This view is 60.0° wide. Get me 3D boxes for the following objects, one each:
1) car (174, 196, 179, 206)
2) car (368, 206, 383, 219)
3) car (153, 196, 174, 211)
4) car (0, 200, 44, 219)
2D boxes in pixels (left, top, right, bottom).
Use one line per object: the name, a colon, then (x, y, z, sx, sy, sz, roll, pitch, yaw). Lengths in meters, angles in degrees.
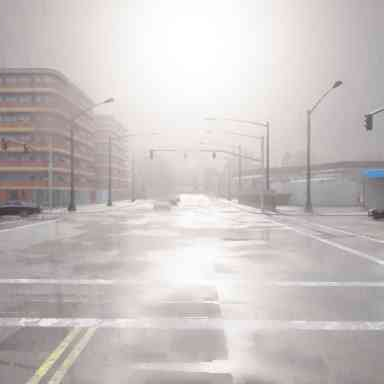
car: (-3.544, 1.477, 54.753, 1.882, 1.535, 5.008, 0, 0, 0)
car: (16.630, 1.505, 26.469, 4.892, 1.490, 1.837, 0, 0, 0)
car: (-3.562, 1.525, 40.226, 1.812, 1.442, 4.674, 0, 0, 0)
car: (-14.912, 1.424, 27.685, 4.902, 1.511, 2.128, 0, 0, 1)
